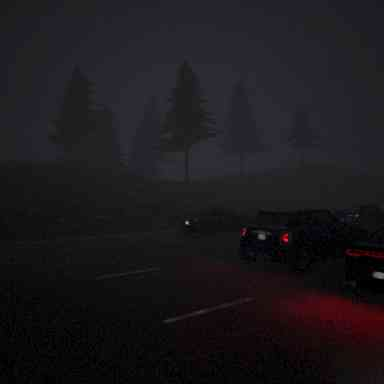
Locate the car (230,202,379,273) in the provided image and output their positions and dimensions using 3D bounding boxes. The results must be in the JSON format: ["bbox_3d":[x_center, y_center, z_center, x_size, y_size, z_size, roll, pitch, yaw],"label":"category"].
[{"bbox_3d":[3.713,1.277,10.689,4.553,1.767,2.097,-1,0,-35],"label":"car"}]

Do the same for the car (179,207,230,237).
[{"bbox_3d":[1.394,1.471,17.632,4.181,1.385,1.994,-1,0,-35],"label":"car"}]

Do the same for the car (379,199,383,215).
[{"bbox_3d":[10.038,1.364,19.549,4.674,1.442,1.812,-1,0,-35],"label":"car"}]

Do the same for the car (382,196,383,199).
[{"bbox_3d":[18.582,1.082,29.883,4.553,1.767,2.097,0,0,-35],"label":"car"}]

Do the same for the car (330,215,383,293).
[{"bbox_3d":[5.544,1.404,7.698,5.008,1.535,1.882,0,0,-35],"label":"car"}]
